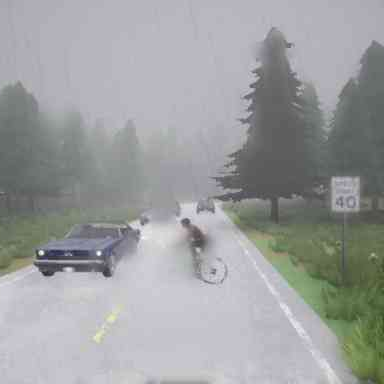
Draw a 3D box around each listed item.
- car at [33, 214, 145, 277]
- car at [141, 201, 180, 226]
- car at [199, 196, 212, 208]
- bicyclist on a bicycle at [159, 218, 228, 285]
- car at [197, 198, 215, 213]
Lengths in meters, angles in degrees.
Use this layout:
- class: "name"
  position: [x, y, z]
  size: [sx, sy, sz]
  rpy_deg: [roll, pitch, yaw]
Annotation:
- class: "car"
  position: [-2.939, 1.597, 10.377]
  size: [1.895, 1.301, 4.718]
  rpy_deg: [0, 0, 2]
- class: "car"
  position: [-2.339, 1.485, 23.149]
  size: [2.128, 1.511, 4.902]
  rpy_deg: [0, 0, 3]
- class: "car"
  position: [2.040, 1.462, 48.960]
  size: [1.882, 1.535, 5.008]
  rpy_deg: [0, 0, 4]
- class: "bicyclist on a bicycle"
  position: [0.021, 1.451, 8.001]
  size: [1.656, 1.620, 0.582]
  rpy_deg: [-1, 0, 2]
- class: "car"
  position: [1.509, 1.589, 36.254]
  size: [1.895, 1.301, 4.718]
  rpy_deg: [0, 0, 3]
